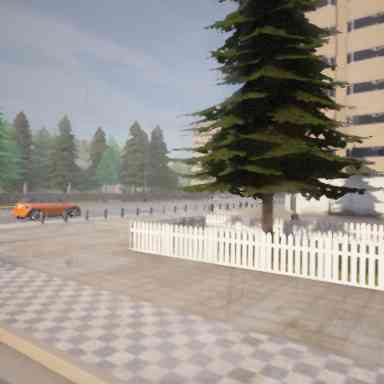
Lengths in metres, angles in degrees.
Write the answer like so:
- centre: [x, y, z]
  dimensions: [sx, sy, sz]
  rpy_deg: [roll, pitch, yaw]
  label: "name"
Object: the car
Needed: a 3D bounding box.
- centre: [-10.445, 1.066, 24.392]
  dimensions: [2.097, 1.767, 4.553]
  rpy_deg: [1, 1, 36]
  label: "car"
